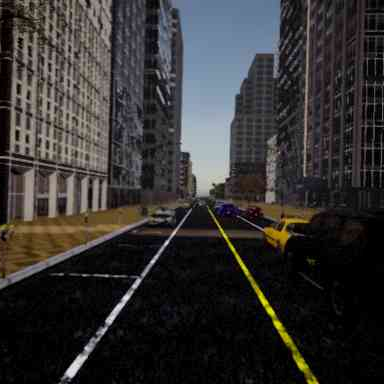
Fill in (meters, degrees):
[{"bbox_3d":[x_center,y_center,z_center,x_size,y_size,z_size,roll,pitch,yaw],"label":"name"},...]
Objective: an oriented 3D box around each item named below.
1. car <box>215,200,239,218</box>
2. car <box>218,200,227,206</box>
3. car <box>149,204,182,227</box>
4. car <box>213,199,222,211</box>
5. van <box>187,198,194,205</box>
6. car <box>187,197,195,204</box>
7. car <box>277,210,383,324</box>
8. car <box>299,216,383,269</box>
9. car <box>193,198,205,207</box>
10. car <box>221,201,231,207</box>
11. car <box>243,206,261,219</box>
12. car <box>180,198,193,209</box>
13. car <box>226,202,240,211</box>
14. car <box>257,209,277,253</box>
[{"bbox_3d":[3.998,2.054,38.049,1.882,1.535,5.008,2,-1,2],"label":"car"},{"bbox_3d":[7.946,2.810,86.576,2.008,1.369,4.403,1,-1,2],"label":"car"},{"bbox_3d":[-2.127,1.792,24.755,2.008,1.369,4.403,1,-1,2],"label":"car"},{"bbox_3d":[4.309,2.295,51.691,2.033,1.411,5.357,2,-1,2],"label":"car"},{"bbox_3d":[-0.425,2.365,86.785,1.690,1.788,3.998,1,-1,2],"label":"van"},{"bbox_3d":[-0.269,2.409,92.424,2.192,1.841,5.009,1,-1,2],"label":"car"},{"bbox_3d":[3.777,1.417,7.670,2.150,2.045,5.566,1,-1,1],"label":"car"},{"bbox_3d":[5.943,1.859,13.423,1.752,1.417,4.829,1,-1,2],"label":"car"},{"bbox_3d":[1.813,2.384,70.055,2.128,1.511,4.902,2,-1,2],"label":"car"},{"bbox_3d":[7.638,2.670,75.296,2.008,1.369,4.403,1,-1,2],"label":"car"},{"bbox_3d":[6.556,2.167,35.815,1.887,1.381,4.507,1,-1,2],"label":"car"},{"bbox_3d":[-1.205,2.196,58.419,1.752,1.417,4.829,1,-1,2],"label":"car"},{"bbox_3d":[7.174,2.459,58.375,2.008,1.369,4.403,1,-1,2],"label":"car"},{"bbox_3d":[4.174,1.744,13.827,1.801,1.575,5.366,2,-1,2],"label":"car"}]
